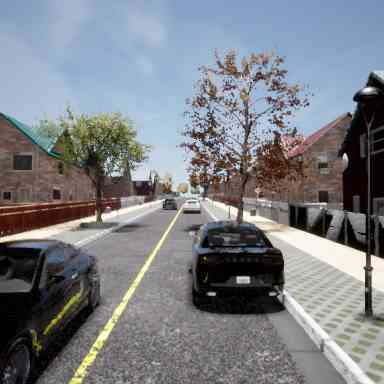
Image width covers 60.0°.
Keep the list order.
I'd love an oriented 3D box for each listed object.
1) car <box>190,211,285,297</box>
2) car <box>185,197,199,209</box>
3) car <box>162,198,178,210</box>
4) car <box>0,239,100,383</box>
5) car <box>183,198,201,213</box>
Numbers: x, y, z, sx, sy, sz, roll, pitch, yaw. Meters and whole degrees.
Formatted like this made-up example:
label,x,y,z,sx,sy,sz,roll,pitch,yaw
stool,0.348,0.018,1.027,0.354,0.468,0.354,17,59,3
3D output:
label,x,y,z,sx,sy,sz,roll,pitch,yaw
car,0.948,1.487,8.664,1.882,1.535,5.008,0,0,0
car,-0.032,1.540,47.185,1.882,1.535,5.008,0,0,0
car,-2.827,1.560,42.832,1.837,1.490,4.892,0,0,0
car,-2.757,1.531,5.091,1.812,1.442,4.674,0,0,0
car,0.008,1.573,36.944,1.812,1.442,4.674,0,0,0
